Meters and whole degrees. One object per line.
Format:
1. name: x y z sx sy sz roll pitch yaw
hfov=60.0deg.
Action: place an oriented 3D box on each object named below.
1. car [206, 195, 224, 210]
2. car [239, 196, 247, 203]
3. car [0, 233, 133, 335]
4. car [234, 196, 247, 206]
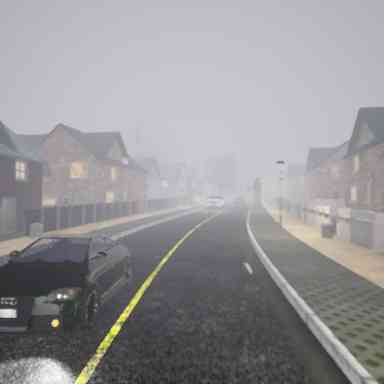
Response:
1. car: 3.332 1.374 46.990 2.150 2.045 5.566 0 0 11
2. car: 12.278 1.765 80.092 1.837 1.490 4.892 0 -1 10
3. car: -2.564 1.580 6.810 1.994 1.385 4.181 0 0 3
4. car: 8.897 1.593 61.719 2.097 1.767 4.553 0 0 10
